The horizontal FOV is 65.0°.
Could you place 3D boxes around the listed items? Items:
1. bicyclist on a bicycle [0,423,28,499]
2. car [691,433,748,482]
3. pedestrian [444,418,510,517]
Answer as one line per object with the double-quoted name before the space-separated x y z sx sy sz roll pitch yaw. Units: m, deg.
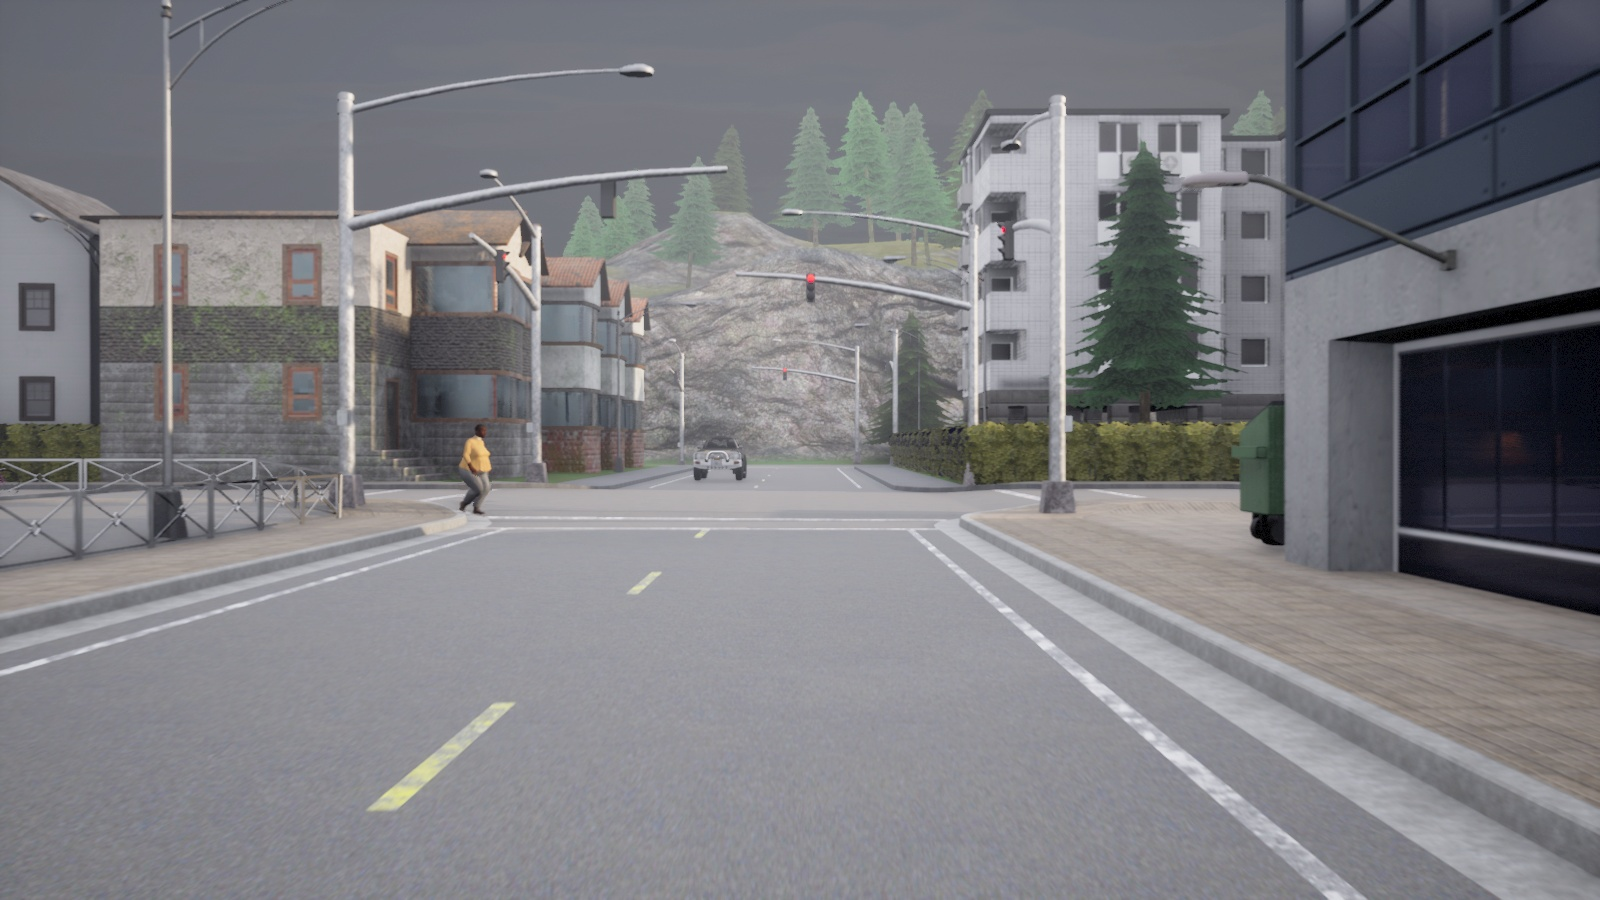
"bicyclist on a bicycle" -19.273 0.259 29.509 1.843 1.776 0.659 0 0 0
"car" -3.201 0.275 50.712 1.932 1.855 4.605 0 0 0
"pedestrian" -6.214 0.326 24.187 0.900 1.855 0.874 0 0 21
